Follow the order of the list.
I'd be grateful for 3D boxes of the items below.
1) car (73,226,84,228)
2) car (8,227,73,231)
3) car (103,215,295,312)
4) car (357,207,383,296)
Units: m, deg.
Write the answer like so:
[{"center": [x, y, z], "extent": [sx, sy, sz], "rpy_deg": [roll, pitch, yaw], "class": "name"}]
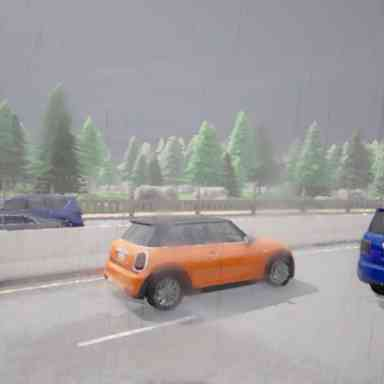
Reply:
[{"center": [-7.910, 1.163, 15.366], "extent": [5.566, 2.045, 2.150], "rpy_deg": [1, 0, -34], "class": "car"}, {"center": [-7.071, 1.437, 11.664], "extent": [4.902, 1.511, 2.128], "rpy_deg": [1, 0, -34], "class": "car"}, {"center": [0.350, 1.360, 7.936], "extent": [4.553, 1.767, 2.097], "rpy_deg": [1, 0, -33], "class": "car"}, {"center": [6.081, 1.280, 7.343], "extent": [5.566, 2.045, 2.150], "rpy_deg": [1, 0, -30], "class": "car"}]
